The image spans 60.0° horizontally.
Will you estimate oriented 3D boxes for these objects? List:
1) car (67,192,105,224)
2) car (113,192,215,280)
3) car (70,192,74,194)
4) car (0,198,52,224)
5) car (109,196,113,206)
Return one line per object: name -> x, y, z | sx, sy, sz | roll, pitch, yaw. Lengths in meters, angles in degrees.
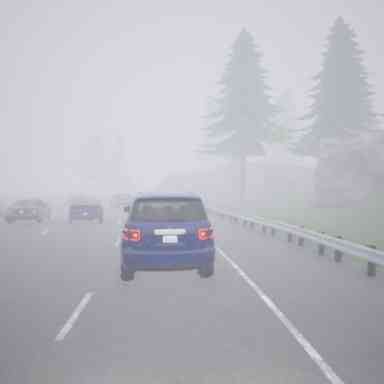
car -> -6.536, 1.011, 20.803 | 1.882, 1.535, 5.008 | 0, 1, -15
car -> -0.782, 1.001, 9.512 | 2.150, 2.045, 5.566 | 0, 1, -7
car -> -13.064, 0.684, 37.811 | 1.812, 1.442, 4.674 | -1, 1, -26
car -> -10.044, 1.092, 20.705 | 2.033, 1.411, 5.357 | 0, 1, -16
car -> -6.988, 0.799, 33.136 | 2.033, 1.411, 5.357 | -1, 1, -23
